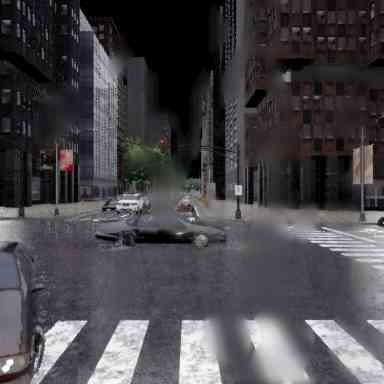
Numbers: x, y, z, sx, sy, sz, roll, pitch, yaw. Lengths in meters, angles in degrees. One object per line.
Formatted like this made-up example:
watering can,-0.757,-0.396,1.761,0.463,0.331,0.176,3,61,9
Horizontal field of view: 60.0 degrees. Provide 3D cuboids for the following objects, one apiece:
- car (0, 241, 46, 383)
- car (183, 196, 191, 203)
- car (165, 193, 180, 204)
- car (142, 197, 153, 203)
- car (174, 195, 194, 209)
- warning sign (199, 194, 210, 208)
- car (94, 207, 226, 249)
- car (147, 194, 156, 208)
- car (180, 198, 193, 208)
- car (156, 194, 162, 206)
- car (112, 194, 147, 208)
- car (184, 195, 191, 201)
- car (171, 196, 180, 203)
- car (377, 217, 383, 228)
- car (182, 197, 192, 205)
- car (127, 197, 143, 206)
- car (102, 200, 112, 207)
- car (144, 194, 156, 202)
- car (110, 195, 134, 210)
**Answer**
car,-3.393,1.545,5.203,2.033,1.411,5.357,0,0,-24
car,-1.009,1.612,71.677,1.752,1.417,4.829,0,0,-1
car,-3.614,1.562,65.602,2.128,1.511,4.902,0,0,0
car,-9.533,1.668,71.439,1.802,1.307,4.206,0,0,-1
car,-0.711,1.448,38.959,1.967,1.590,4.097,0,0,-1
warning sign,1.567,1.131,42.650,1.300,1.860,1.060,0,0,-1
car,-1.294,1.558,14.121,5.357,1.411,2.033,1,0,0
car,-6.627,1.375,45.547,2.097,1.767,4.553,0,0,0
car,-0.809,1.614,49.808,1.802,1.307,4.206,0,0,-1
car,-6.709,1.398,55.748,2.097,1.767,4.553,0,0,0
car,-6.540,1.223,35.522,2.150,2.045,5.566,0,0,-1
car,-1.157,1.574,87.782,1.967,1.590,4.097,0,0,-1
car,-3.803,1.694,75.790,1.895,1.301,4.718,0,0,-1
car,14.096,1.787,20.943,4.181,1.385,1.994,1,0,0
car,-0.909,1.603,60.658,1.887,1.381,4.507,0,0,-1
car,-9.382,1.570,54.991,1.752,1.417,4.829,0,0,-1
car,-9.235,1.574,38.884,1.947,1.339,4.313,0,0,-1
car,-9.583,1.417,76.865,2.192,1.841,5.009,0,0,-1
car,-9.285,1.335,44.310,2.192,1.841,5.009,0,0,-1
